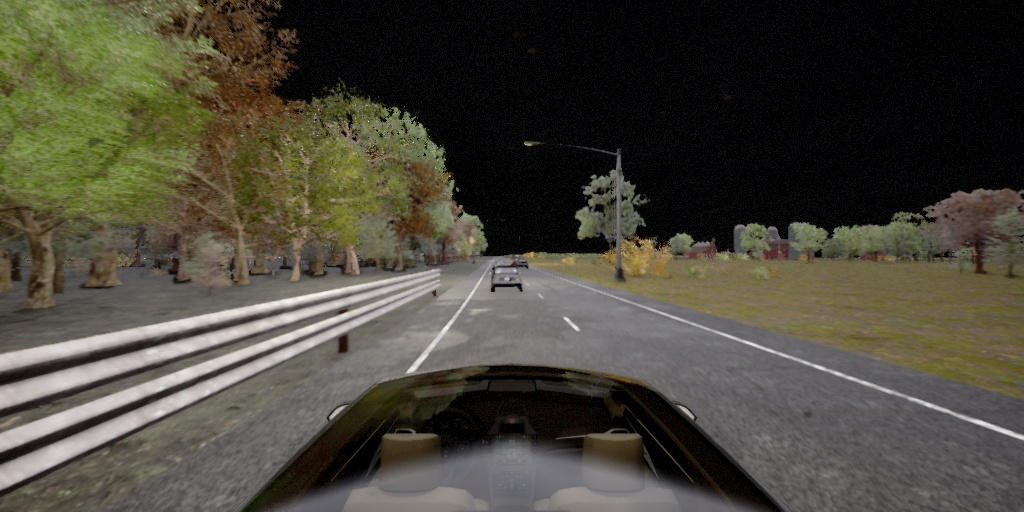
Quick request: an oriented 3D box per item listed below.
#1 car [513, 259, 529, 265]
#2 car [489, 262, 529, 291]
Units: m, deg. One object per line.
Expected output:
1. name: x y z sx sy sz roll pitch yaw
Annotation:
1. car: 1.536 1.234 55.327 1.837 1.490 4.892 0 0 -3
2. car: -0.377 1.300 21.811 2.033 1.411 5.357 0 0 -3
